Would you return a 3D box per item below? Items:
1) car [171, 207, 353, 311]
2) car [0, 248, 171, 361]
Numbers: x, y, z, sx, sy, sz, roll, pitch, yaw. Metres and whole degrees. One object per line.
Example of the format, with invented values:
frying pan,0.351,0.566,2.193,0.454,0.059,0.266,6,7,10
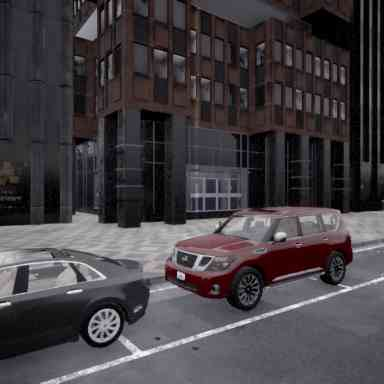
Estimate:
car,1.831,1.315,7.951,5.009,1.841,2.192,0,0,-35
car,-2.737,1.551,4.695,4.403,1.369,2.008,0,0,-35
